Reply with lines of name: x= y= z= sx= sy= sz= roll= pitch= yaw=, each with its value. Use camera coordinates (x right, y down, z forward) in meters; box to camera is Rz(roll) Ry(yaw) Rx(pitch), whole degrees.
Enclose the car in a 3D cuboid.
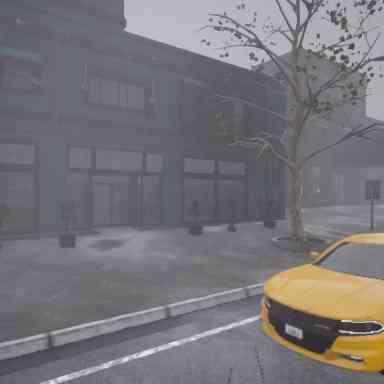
car: x=3.307 y=1.480 z=5.631 sx=5.008 sy=1.535 sz=1.882 roll=0 pitch=0 yaw=-36
